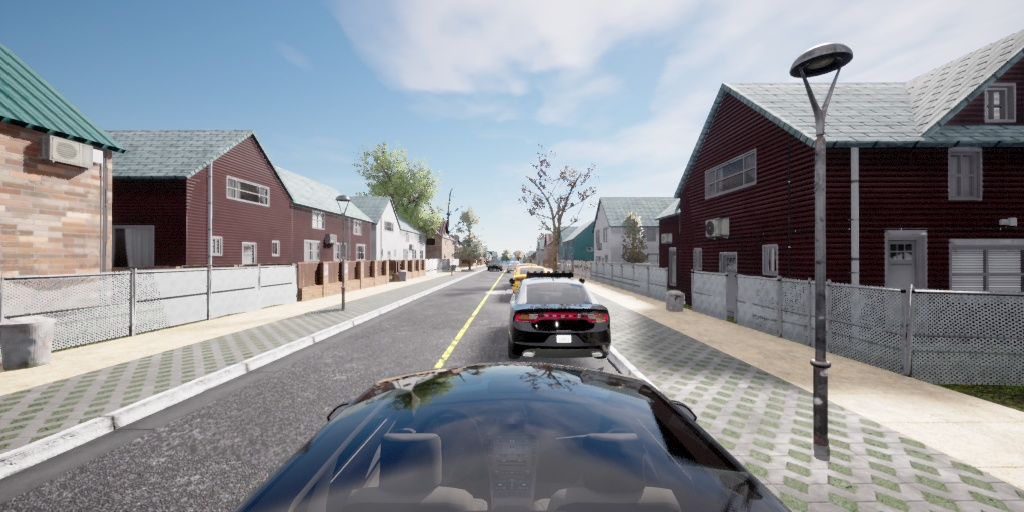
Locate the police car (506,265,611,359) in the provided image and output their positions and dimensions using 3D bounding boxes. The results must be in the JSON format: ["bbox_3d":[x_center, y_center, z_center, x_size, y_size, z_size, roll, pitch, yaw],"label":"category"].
[{"bbox_3d":[0.883,1.176,8.555,1.930,1.638,5.238,0,0,0],"label":"police car"}]

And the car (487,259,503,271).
[{"bbox_3d":[-2.381,1.239,50.764,2.097,1.767,4.553,0,0,0],"label":"car"}]

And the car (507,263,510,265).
[{"bbox_3d":[0.365,1.383,45.720,1.812,1.442,4.674,0,0,1],"label":"car"}]

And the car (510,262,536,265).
[{"bbox_3d":[0.956,1.238,18.445,1.882,1.535,5.008,0,0,0],"label":"car"}]

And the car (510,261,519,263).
[{"bbox_3d":[1.001,1.250,24.446,1.882,1.535,5.008,0,0,0],"label":"car"}]
